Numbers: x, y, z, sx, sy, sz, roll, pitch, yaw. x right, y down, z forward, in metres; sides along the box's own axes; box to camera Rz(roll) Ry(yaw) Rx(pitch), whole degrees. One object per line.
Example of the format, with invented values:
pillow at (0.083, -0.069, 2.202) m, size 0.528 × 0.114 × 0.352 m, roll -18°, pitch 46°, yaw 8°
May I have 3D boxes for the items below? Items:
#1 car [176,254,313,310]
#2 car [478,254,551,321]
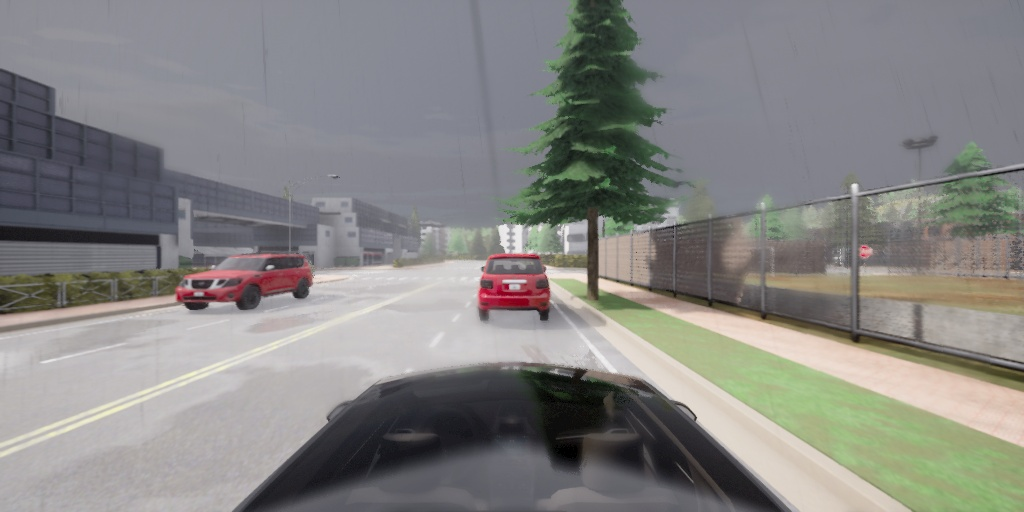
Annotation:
car at (-10.533, 0.927, 14.815) m, size 2.150 × 2.045 × 5.566 m, roll 0°, pitch 0°, yaw 0°
car at (0.071, 0.941, 12.520) m, size 2.150 × 2.045 × 5.566 m, roll 0°, pitch 0°, yaw 0°
